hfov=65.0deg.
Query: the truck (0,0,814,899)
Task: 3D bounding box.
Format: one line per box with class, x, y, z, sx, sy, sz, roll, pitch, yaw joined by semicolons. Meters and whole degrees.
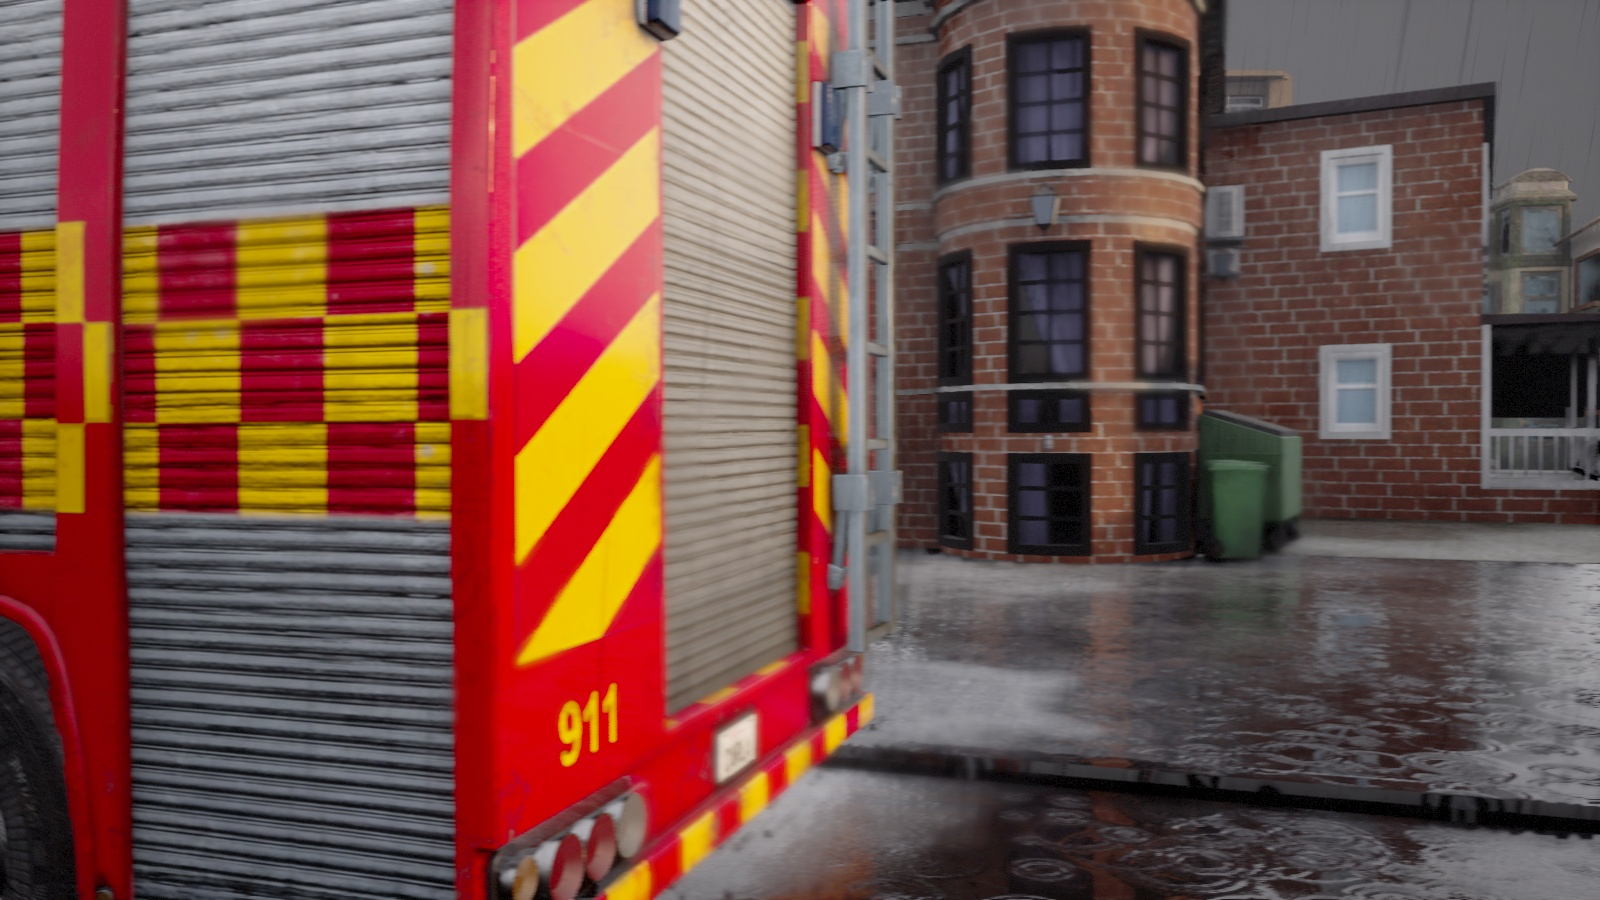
truck;-4.422;-0.438;5.191;8.468;3.827;2.891;1;1;19
